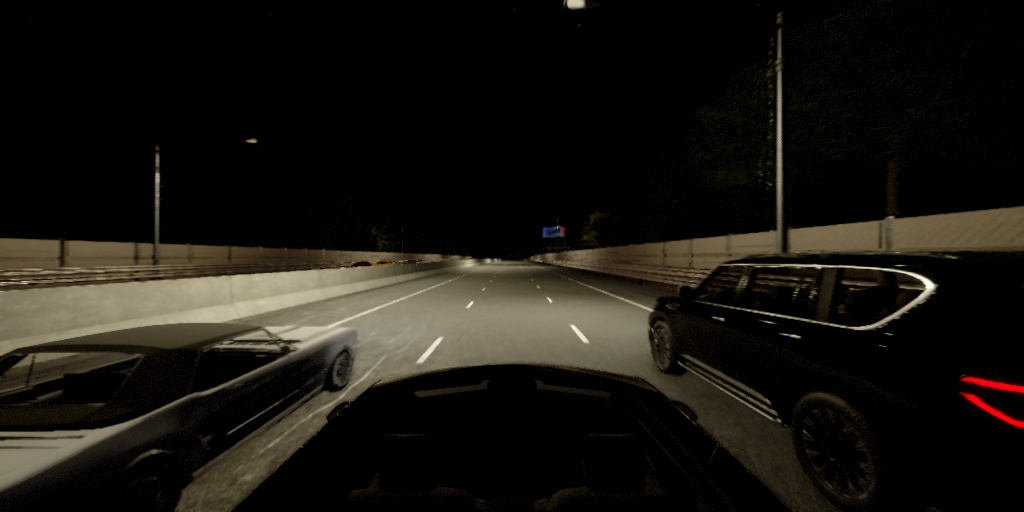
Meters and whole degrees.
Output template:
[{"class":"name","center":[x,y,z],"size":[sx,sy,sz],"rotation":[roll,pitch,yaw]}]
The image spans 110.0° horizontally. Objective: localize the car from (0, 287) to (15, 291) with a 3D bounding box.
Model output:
[{"class":"car","center":[-14.098,1.319,8.231],"size":[2.033,1.411,5.357],"rotation":[0,0,0]}]

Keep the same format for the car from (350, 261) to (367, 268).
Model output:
[{"class":"car","center":[-21.036,1.427,50.473],"size":[1.812,1.442,4.674],"rotation":[0,0,1]}]

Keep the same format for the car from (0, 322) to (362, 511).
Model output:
[{"class":"car","center":[-3.400,1.358,3.795],"size":[1.895,1.301,4.718],"rotation":[0,0,0]}]

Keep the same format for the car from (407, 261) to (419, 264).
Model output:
[{"class":"car","center":[-14.031,1.449,50.488],"size":[2.033,1.411,5.357],"rotation":[0,0,1]}]

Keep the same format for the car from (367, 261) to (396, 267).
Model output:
[{"class":"car","center":[-17.544,1.375,49.176],"size":[1.882,1.535,5.008],"rotation":[0,0,1]}]

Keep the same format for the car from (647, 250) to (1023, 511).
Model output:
[{"class":"car","center":[3.601,0.980,4.369],"size":[2.150,2.045,5.566],"rotation":[0,0,0]}]
